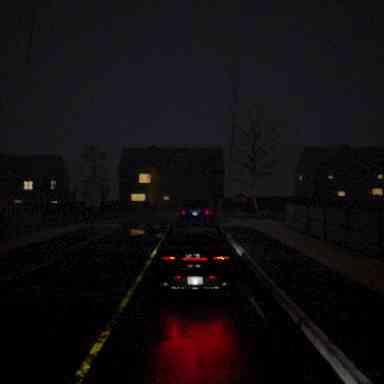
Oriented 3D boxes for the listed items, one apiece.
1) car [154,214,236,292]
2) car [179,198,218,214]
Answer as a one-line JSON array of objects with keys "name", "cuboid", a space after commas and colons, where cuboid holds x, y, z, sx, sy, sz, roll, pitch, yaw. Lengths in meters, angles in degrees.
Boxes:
[{"name": "car", "cuboid": [0.055, 1.572, 9.113, 1.837, 1.490, 4.892, 0, -1, 0]}, {"name": "car", "cuboid": [0.494, 1.398, 22.036, 2.150, 2.045, 5.566, 0, -1, 6]}]
